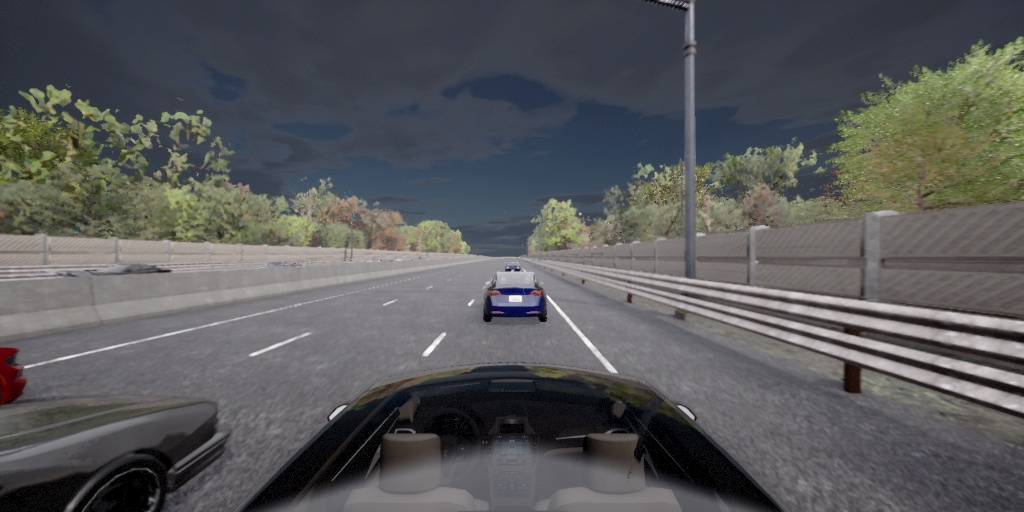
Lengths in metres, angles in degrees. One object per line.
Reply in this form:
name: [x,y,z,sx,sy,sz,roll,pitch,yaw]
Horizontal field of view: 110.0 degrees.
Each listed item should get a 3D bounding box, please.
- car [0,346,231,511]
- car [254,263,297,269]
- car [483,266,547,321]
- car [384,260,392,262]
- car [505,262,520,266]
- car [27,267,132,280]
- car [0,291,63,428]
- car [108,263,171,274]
car: [-3.398,1.297,0.639,2.033,1.411,5.357,0,0,0]
car: [-17.596,1.251,26.596,2.128,1.511,4.902,0,0,0]
car: [0.101,1.257,12.504,2.163,1.488,4.792,0,0,0]
car: [-20.998,1.380,60.427,1.994,1.385,4.181,0,0,0]
car: [0.102,1.366,43.315,1.895,1.301,4.718,0,0,0]
car: [-21.100,1.357,16.530,1.895,1.301,4.718,0,0,0]
car: [-6.898,1.228,2.253,1.882,1.535,5.008,0,0,0]
car: [-24.596,1.236,22.815,1.882,1.535,5.008,0,0,0]
